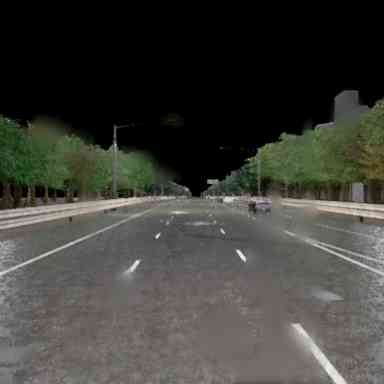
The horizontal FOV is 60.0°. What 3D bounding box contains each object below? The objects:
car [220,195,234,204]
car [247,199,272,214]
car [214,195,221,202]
[{"bbox_3d":[7.088,1.621,65.104,1.812,1.442,4.674,0,0,0],"label":"car"},{"bbox_3d":[7.009,1.495,34.759,2.128,1.511,4.902,0,0,0],"label":"car"},{"bbox_3d":[7.171,1.593,81.195,2.097,1.767,4.553,0,-1,0],"label":"car"}]
